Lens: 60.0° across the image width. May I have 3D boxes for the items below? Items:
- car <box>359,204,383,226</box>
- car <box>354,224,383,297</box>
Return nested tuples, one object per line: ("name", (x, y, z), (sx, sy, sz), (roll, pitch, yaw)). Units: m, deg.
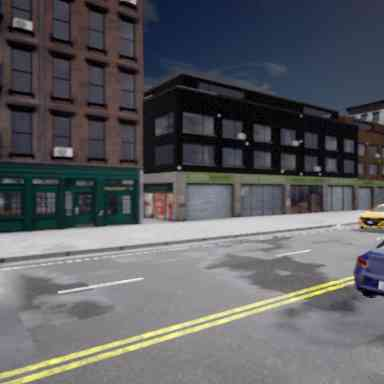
("car", (12.147, 1.467, 20.275), (5.008, 1.535, 1.882), (0, 0, -35))
("car", (5.353, 1.521, 7.258), (4.674, 1.442, 1.812), (0, 0, -36))
